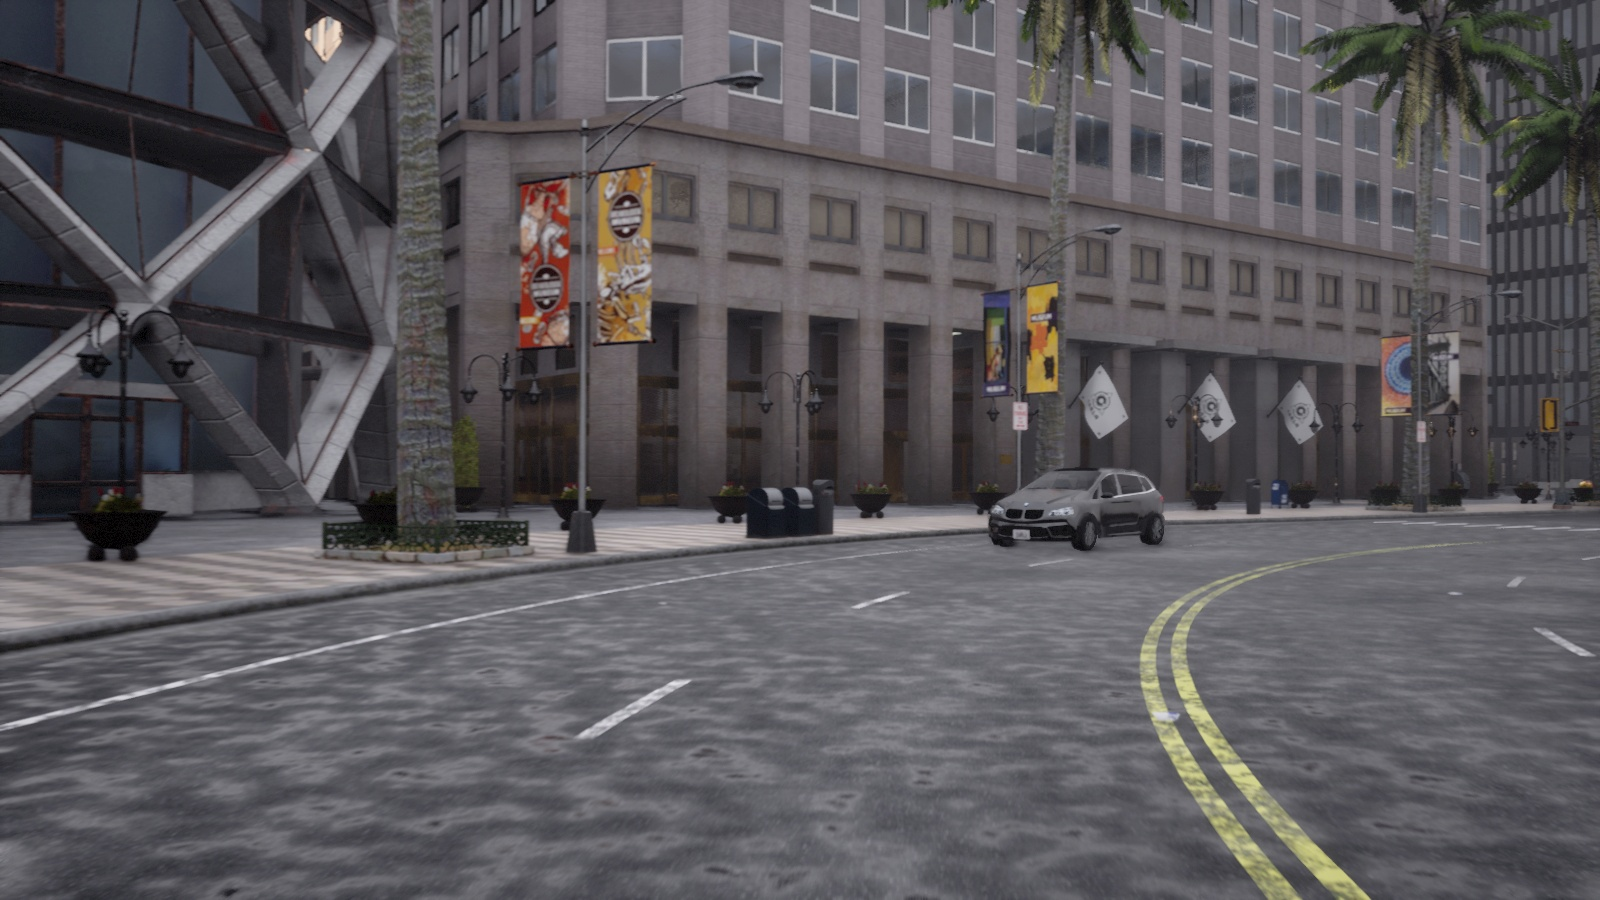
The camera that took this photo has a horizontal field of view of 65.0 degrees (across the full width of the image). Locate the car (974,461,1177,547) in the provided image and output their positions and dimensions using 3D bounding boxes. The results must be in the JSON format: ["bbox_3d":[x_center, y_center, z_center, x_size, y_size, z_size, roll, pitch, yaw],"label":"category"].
[{"bbox_3d":[5.949,1.089,26.791,2.242,1.667,4.611,-1,-1,42],"label":"car"}]
